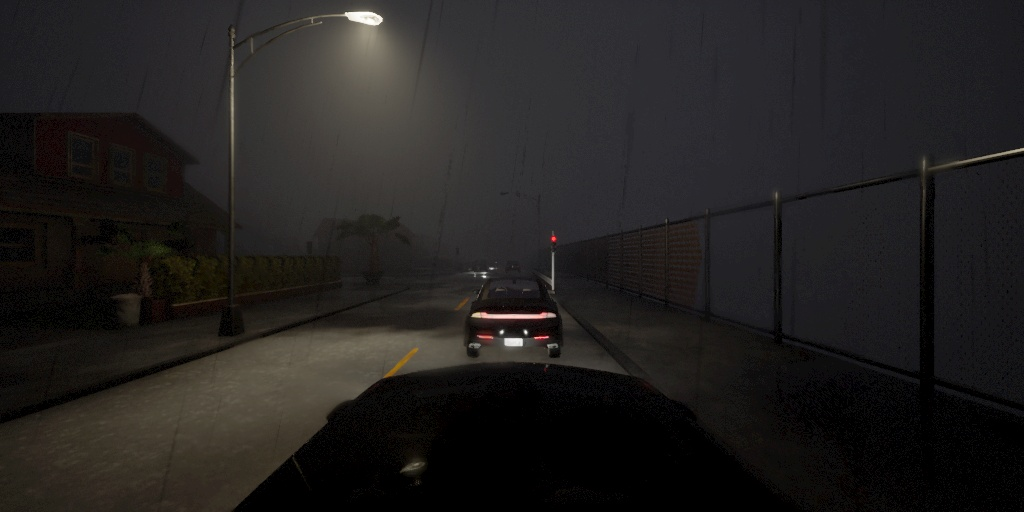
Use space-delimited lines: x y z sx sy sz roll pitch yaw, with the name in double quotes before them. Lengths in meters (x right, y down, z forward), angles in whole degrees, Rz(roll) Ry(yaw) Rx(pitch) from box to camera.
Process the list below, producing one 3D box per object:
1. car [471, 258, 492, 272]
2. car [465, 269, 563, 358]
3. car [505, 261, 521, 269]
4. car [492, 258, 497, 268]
"car" -4.110 1.241 46.413 2.128 1.511 4.902 0 0 0
"car" 0.052 1.242 8.472 2.128 1.511 4.902 0 0 0
"car" 0.086 1.297 45.287 2.033 1.411 5.357 0 0 0
"car" -4.092 1.314 62.312 1.994 1.385 4.181 0 0 0
